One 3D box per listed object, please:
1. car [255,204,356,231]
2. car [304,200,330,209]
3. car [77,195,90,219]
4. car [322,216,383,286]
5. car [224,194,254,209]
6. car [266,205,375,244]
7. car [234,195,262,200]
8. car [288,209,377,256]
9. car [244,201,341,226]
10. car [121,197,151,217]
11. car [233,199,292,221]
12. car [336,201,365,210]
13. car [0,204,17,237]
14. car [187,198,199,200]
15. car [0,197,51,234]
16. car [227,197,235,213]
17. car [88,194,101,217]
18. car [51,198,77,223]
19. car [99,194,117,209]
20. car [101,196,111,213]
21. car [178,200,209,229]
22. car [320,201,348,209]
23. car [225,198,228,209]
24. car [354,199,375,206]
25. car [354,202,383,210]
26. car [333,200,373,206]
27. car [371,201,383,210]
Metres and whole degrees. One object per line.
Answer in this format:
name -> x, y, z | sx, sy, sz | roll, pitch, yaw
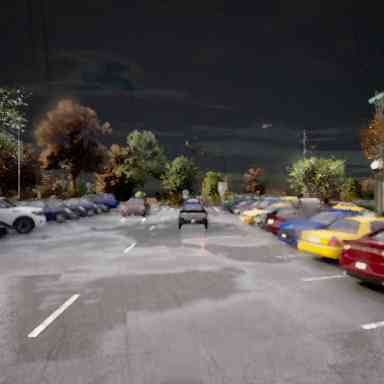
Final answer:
car -> 6.024, 1.519, 17.002 | 4.792, 1.488, 2.163 | 1, 0, -20
car -> 24.700, 2.418, 65.838 | 2.231, 1.521, 4.892 | 2, -1, -21
car -> -10.979, 1.366, 27.107 | 4.553, 1.767, 2.185 | -1, 0, -20
car -> 6.000, 1.487, 8.106 | 5.008, 1.535, 2.097 | 1, 0, -20
car -> 6.027, 1.240, 34.756 | 5.566, 2.045, 2.435 | 1, 0, -20
car -> 5.997, 1.488, 14.036 | 5.008, 1.535, 2.097 | 1, 0, -20
car -> 6.033, 1.365, 25.872 | 4.553, 1.767, 2.185 | 1, 0, -20
car -> 6.170, 1.488, 11.140 | 5.366, 1.575, 1.946 | 1, 0, -20
car -> 6.002, 1.490, 19.951 | 4.892, 1.521, 2.231 | 1, 0, -20
car -> -5.072, 1.356, 30.644 | 2.097, 1.767, 4.553 | 0, 0, 0
car -> 5.830, 1.484, 22.834 | 5.366, 1.575, 1.946 | 1, 0, -20
car -> 31.413, 2.621, 66.091 | 1.946, 1.575, 5.366 | 2, -1, -21
car -> -10.917, 1.519, 15.037 | 4.792, 1.488, 2.163 | -1, 0, -20
car -> 0.096, 1.483, 38.743 | 1.882, 1.535, 5.008 | 0, 0, 0
car -> -10.924, 1.238, 18.061 | 5.566, 2.045, 2.435 | -1, 0, -20
car -> 6.006, 1.491, 28.822 | 4.892, 1.521, 2.231 | 1, 0, -20
car -> -10.919, 1.365, 30.145 | 4.553, 1.767, 2.185 | -1, 0, -20
car -> -10.973, 1.365, 24.080 | 4.553, 1.767, 2.185 | -1, 0, -20
car -> -10.972, 1.241, 36.163 | 5.566, 2.045, 2.435 | -1, 0, -20
car -> -10.953, 1.493, 33.159 | 4.892, 1.521, 2.231 | -1, 0, -20
car -> 0.090, 1.495, 21.799 | 2.128, 1.511, 4.902 | 0, 0, 1
car -> 28.092, 2.522, 65.870 | 2.231, 1.521, 4.892 | 2, -1, -21
car -> 6.001, 1.531, 31.780 | 4.674, 1.452, 2.002 | 1, 0, -20
car -> 25.443, 2.155, 47.677 | 2.435, 2.045, 5.566 | 2, 1, -21
car -> 34.888, 2.756, 65.938 | 2.163, 1.488, 4.792 | 2, -1, -21
car -> 22.464, 2.301, 47.500 | 1.946, 1.575, 5.366 | 2, 1, -21
car -> 38.259, 2.703, 66.039 | 2.185, 1.767, 4.553 | 2, -1, -21
